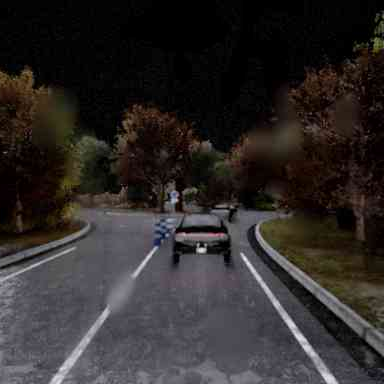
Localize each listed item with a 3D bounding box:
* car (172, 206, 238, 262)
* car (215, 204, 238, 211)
[{"bbox_3d":[0.373,1.476,11.989,2.128,1.511,4.902,0,0,3],"label":"car"},{"bbox_3d":[2.876,1.777,29.233,2.128,1.511,4.902,0,-1,15],"label":"car"}]
